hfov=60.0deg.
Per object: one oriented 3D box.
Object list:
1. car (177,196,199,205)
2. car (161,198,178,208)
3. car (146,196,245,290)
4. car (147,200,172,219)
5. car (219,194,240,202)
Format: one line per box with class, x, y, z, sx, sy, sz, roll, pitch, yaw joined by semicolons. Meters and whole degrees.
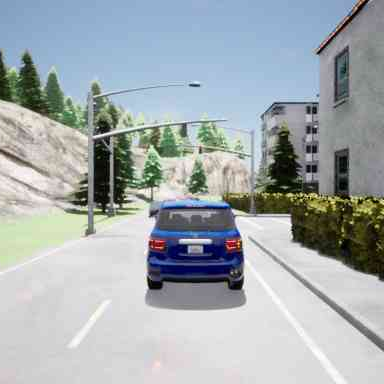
car;-0.583;1.491;59.997;2.128;1.511;4.902;0;0;24
car;-3.181;1.564;48.119;1.994;1.385;4.181;0;0;4
car;0.087;1.221;9.226;2.150;2.045;5.566;0;0;0
car;-3.130;1.547;30.689;2.033;1.411;5.357;0;0;-8
car;8.220;1.301;72.469;4.892;1.490;1.837;0;0;-41
